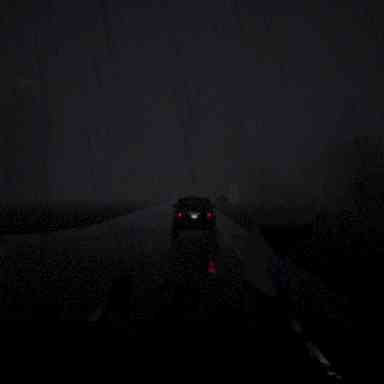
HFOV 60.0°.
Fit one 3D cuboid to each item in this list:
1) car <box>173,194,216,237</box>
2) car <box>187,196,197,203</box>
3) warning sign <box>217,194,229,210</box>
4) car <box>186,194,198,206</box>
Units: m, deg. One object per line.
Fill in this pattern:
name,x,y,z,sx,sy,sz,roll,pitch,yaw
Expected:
car,0.106,1.255,18.384,2.150,2.045,5.566,0,0,0
car,0.004,1.561,69.070,1.994,1.385,4.181,0,0,0
warning sign,3.562,1.180,38.804,1.300,1.860,1.060,1,1,0
car,0.004,1.317,58.683,2.150,2.045,5.566,0,0,0
